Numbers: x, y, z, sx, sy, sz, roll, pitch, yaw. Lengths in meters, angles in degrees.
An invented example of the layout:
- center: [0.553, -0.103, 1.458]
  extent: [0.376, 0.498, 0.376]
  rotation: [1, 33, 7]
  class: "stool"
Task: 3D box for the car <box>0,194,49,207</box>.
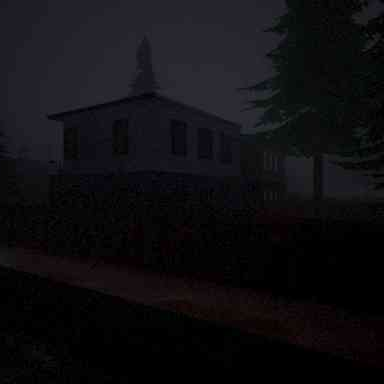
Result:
- center: [-14.765, 1.202, 29.609]
  extent: [2.150, 2.045, 5.566]
  rotation: [0, 0, 27]
  class: "car"
